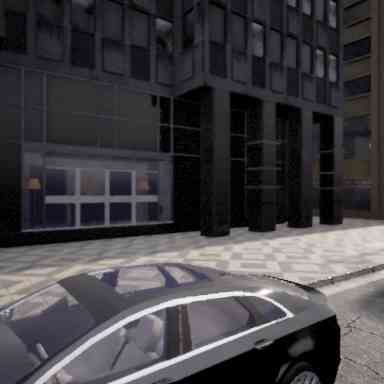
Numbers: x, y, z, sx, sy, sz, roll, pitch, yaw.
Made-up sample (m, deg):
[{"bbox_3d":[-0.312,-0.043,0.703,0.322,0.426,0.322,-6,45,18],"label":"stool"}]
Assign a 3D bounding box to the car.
[{"bbox_3d":[-0.684,1.491,2.856,4.902,1.511,2.128,0,0,-35],"label":"car"}]
